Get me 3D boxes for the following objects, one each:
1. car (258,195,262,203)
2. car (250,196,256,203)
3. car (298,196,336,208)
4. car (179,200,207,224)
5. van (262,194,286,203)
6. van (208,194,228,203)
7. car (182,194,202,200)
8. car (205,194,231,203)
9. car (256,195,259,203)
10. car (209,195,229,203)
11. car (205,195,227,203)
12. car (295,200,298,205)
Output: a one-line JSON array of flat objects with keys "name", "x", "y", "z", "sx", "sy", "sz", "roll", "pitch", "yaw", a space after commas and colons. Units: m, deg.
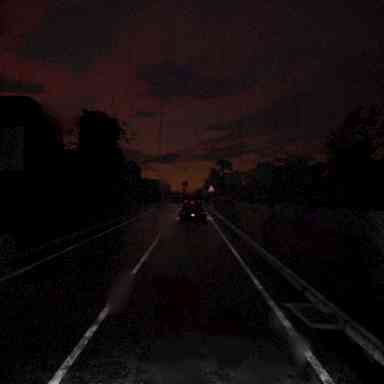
[{"name": "car", "x": 18.605, "y": 1.714, "z": 76.042, "sx": 5.366, "sy": 1.575, "sz": 1.946, "roll": 0, "pitch": -1, "yaw": -1}, {"name": "car", "x": 18.312, "y": 1.657, "z": 84.422, "sx": 5.566, "sy": 2.045, "sz": 2.435, "roll": 0, "pitch": -2, "yaw": -1}, {"name": "car", "x": 18.687, "y": 1.376, "z": 49.284, "sx": 4.553, "sy": 1.767, "sz": 2.185, "roll": 0, "pitch": 0, "yaw": 0}, {"name": "car", "x": 0.064, "y": 1.594, "z": 25.444, "sx": 1.994, "sy": 1.385, "sz": 4.181, "roll": 0, "pitch": 0, "yaw": 0}, {"name": "van", "x": 18.329, "y": 1.441, "z": 73.249, "sx": 4.442, "sy": 1.987, "sz": 1.878, "roll": 0, "pitch": -1, "yaw": -1}, {"name": "van", "x": 6.232, "y": 1.567, "z": 79.738, "sx": 4.442, "sy": 1.987, "sz": 1.878, "roll": 0, "pitch": -1, "yaw": -1}, {"name": "car", "x": 0.048, "y": 1.268, "z": 39.500, "sx": 2.150, "sy": 2.045, "sz": 5.566, "roll": 0, "pitch": 0, "yaw": 0}, {"name": "car", "x": 5.988, "y": 1.669, "z": 73.777, "sx": 5.366, "sy": 1.575, "sz": 1.946, "roll": 0, "pitch": -1, "yaw": -1}, {"name": "car", "x": 18.580, "y": 1.768, "z": 78.702, "sx": 5.366, "sy": 1.575, "sz": 1.946, "roll": 0, "pitch": -1, "yaw": -1}, {"name": "car", "x": 6.176, "y": 1.600, "z": 76.699, "sx": 4.553, "sy": 1.767, "sz": 2.185, "roll": 0, "pitch": -1, "yaw": -1}, {"name": "car", "x": 6.079, "y": 1.697, "z": 85.928, "sx": 5.566, "sy": 2.045, "sz": 2.435, "roll": 0, "pitch": -2, "yaw": -1}, {"name": "car", "x": 18.612, "y": 1.546, "z": 52.453, "sx": 4.674, "sy": 1.452, "sz": 2.002, "roll": 0, "pitch": 0, "yaw": 0}]
